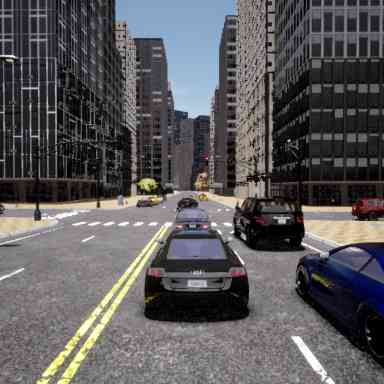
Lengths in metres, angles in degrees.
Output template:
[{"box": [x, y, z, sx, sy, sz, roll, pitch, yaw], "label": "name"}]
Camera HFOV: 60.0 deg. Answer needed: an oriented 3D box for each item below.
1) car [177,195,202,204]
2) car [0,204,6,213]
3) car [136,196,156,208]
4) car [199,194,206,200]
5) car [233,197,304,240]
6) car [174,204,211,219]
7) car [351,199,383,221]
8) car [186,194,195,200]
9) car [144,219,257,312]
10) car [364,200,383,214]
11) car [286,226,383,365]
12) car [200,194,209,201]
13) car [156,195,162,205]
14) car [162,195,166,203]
[{"box": [-0.516, 1.449, 40.916, 1.837, 1.490, 4.892, 2, -1, 13], "label": "car"}, {"box": [-19.945, 1.344, 30.948, 4.892, 1.490, 1.837, 1, 1, 1], "label": "car"}, {"box": [-6.813, 1.529, 48.188, 1.994, 1.385, 4.181, 0, 0, 0], "label": "car"}, {"box": [2.837, 1.242, 89.079, 1.837, 1.490, 4.892, 0, 0, 0], "label": "car"}, {"box": [3.305, 1.213, 15.244, 2.150, 2.045, 5.566, 0, 0, -2], "label": "car"}, {"box": [0.022, 1.538, 17.014, 2.033, 1.411, 5.357, 0, 0, 0], "label": "car"}, {"box": [16.073, 1.520, 27.933, 5.009, 1.841, 2.192, 1, 0, 1], "label": "car"}, {"box": [-0.413, 1.268, 89.064, 2.128, 1.511, 4.902, 0, 0, 0], "label": "car"}, {"box": [0.066, 1.560, 7.793, 1.994, 1.385, 4.181, 0, 0, -1], "label": "car"}, {"box": [21.643, 1.643, 36.245, 4.829, 1.417, 1.752, 1, 0, 1], "label": "car"}, {"box": [3.334, 1.561, 5.823, 1.994, 1.385, 4.181, 0, 0, -1], "label": "car"}, {"box": [2.886, 1.396, 78.661, 1.882, 1.535, 5.008, 0, 0, 0], "label": "car"}, {"box": [-6.847, 1.433, 57.117, 1.882, 1.535, 5.008, 0, 0, 0], "label": "car"}, {"box": [-6.838, 1.469, 66.565, 1.812, 1.442, 4.674, 0, 0, 0], "label": "car"}]
